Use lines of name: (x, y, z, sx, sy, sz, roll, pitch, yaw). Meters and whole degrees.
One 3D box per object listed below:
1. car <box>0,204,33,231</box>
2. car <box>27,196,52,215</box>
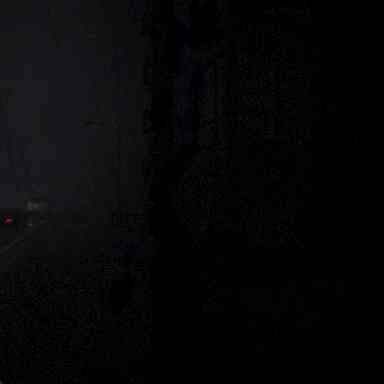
car: (-11.874, 1.713, 21.308, 2.033, 1.411, 5.357, 0, 0, -19)
car: (-17.338, 1.506, 37.841, 2.150, 2.045, 5.566, 0, 0, -18)
